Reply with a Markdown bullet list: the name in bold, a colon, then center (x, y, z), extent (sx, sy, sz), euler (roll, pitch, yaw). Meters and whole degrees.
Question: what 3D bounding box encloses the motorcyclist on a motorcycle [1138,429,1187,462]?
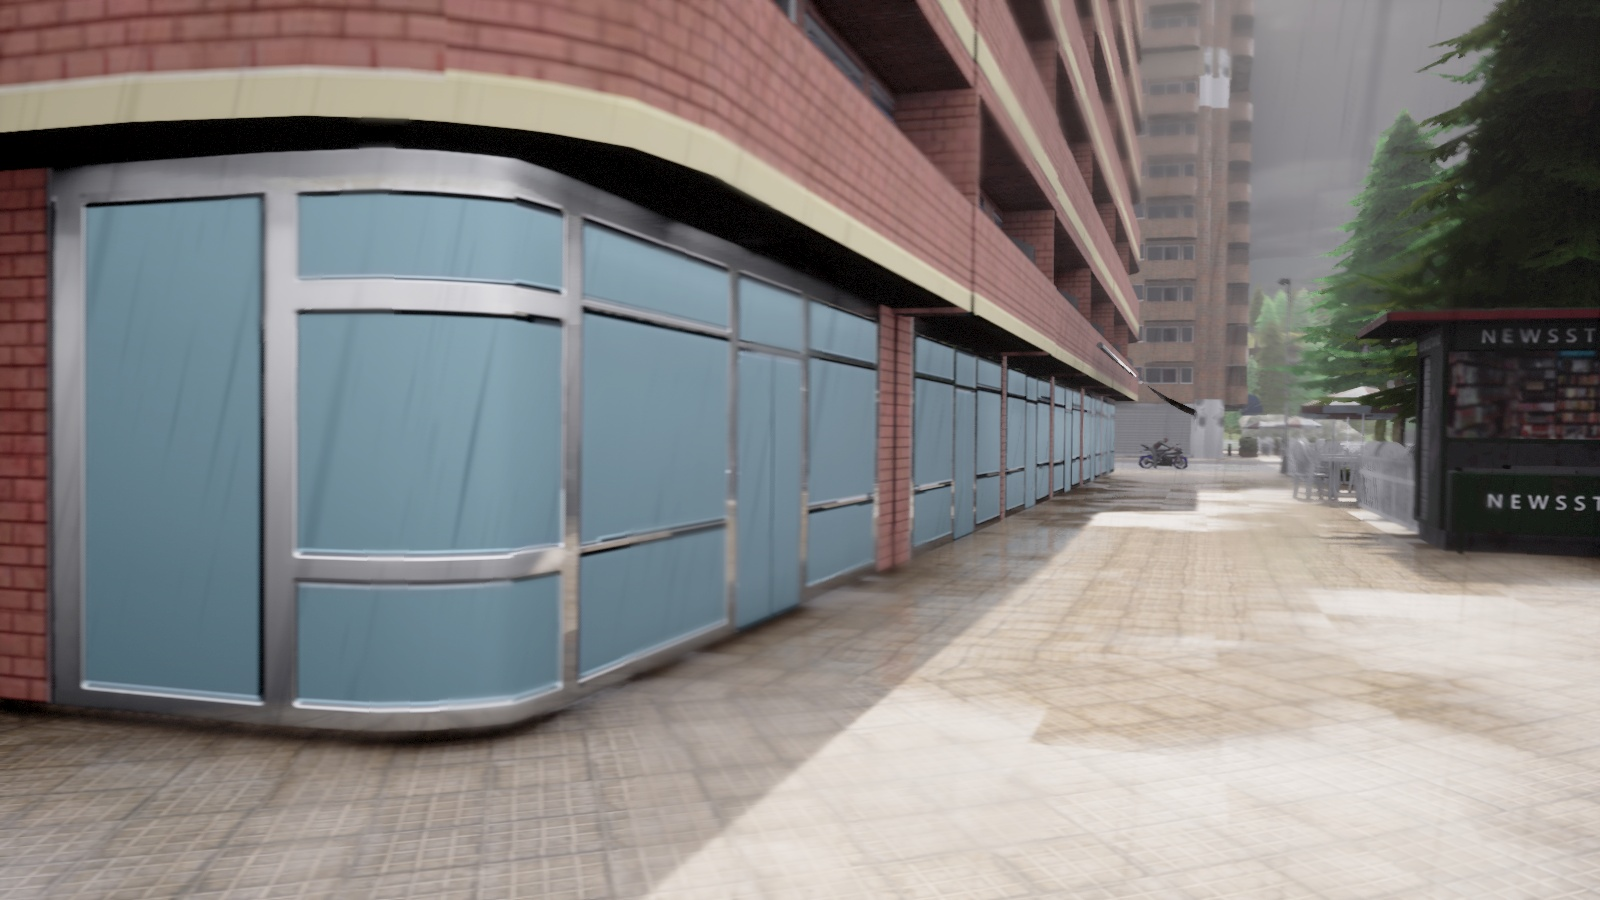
- **motorcyclist on a motorcycle**: center (17.118, -0.204, 59.349), extent (2.191, 1.530, 0.866), euler (0, 1, 18)
